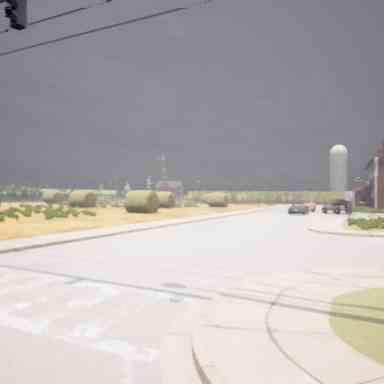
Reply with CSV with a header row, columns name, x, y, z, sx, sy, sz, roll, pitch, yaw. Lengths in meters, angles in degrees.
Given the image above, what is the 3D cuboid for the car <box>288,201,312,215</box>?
name,x,y,z,sx,sy,sz,roll,pitch,yaw
car,12.889,2.065,40.304,1.994,1.385,4.181,-1,-1,26

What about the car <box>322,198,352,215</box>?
name,x,y,z,sx,sy,sz,roll,pitch,yaw
car,18.065,1.783,41.622,1.905,1.878,3.866,-5,-1,-18

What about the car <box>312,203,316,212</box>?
name,x,y,z,sx,sy,sz,roll,pitch,yaw
car,17.200,2.059,49.694,2.097,1.767,4.553,0,-1,25
